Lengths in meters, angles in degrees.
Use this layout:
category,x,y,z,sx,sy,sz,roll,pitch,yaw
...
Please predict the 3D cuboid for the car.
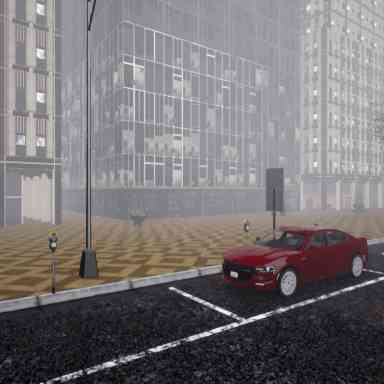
category,x,y,z,sx,sy,sz,roll,pitch,yaw
car,2.743,1.545,8.529,4.507,1.381,1.887,0,0,-36
